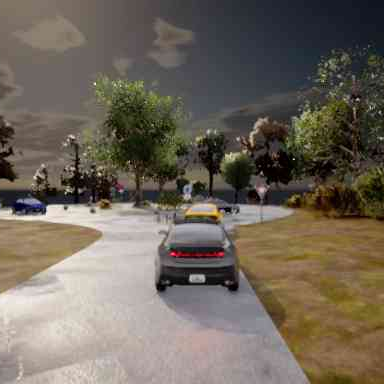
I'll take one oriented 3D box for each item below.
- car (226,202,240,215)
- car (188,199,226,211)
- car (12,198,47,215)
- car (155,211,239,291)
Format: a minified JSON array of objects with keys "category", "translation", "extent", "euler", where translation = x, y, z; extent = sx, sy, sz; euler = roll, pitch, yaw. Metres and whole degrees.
[{"category":"car","translation":[2.016,1.332,29.598],"extent":[4.902,1.511,2.128],"euler":[0,1,-29]},{"category":"car","translation":[0.705,1.378,18.329],"extent":[1.882,1.535,5.008],"euler":[0,0,7]},{"category":"car","translation":[-15.377,1.310,31.319],"extent":[1.882,1.535,5.008],"euler":[0,1,-43]},{"category":"car","translation":[0.125,1.454,8.885],"extent":[1.837,1.490,4.892],"euler":[0,0,1]}]
